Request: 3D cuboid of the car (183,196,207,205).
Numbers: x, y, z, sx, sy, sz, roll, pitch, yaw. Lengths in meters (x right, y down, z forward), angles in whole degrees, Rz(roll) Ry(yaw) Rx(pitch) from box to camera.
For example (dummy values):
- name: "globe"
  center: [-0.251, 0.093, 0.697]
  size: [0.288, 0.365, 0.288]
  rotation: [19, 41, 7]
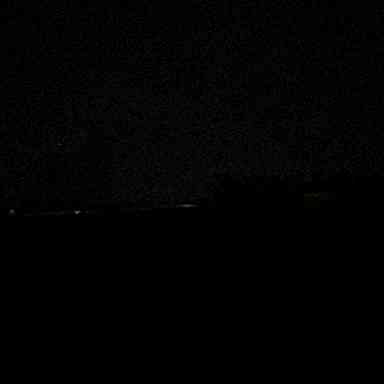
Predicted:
- name: "car"
  center: [0.640, 1.516, 57.692]
  size: [1.812, 1.442, 4.674]
  rotation: [-1, -1, 36]

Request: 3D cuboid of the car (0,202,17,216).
- name: "car"
  center: [-18.507, 1.556, 30.746]
  size: [1.994, 1.385, 4.181]
  rotation: [-1, -1, 34]

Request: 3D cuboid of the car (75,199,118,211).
- name: "car"
  center: [-11.507, 1.511, 40.661]
  size: [2.033, 1.411, 5.357]
  rotation: [-1, 0, 34]

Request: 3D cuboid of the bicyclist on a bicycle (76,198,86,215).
- name: "bicyclist on a bicycle"
  center: [-10.558, 1.352, 31.615]
  size: [1.656, 1.620, 0.582]
  rotation: [0, 0, 35]

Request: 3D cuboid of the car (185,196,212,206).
- name: "car"
  center: [1.380, 1.406, 53.856]
  size: [1.882, 1.535, 5.008]
  rotation: [-1, -1, 36]
